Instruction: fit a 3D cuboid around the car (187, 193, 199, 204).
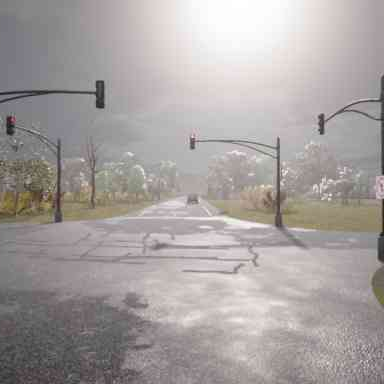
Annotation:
[{"bbox_3d":[0.157,1.293,67.595,2.150,2.045,5.566,0,0,0],"label":"car"}]
